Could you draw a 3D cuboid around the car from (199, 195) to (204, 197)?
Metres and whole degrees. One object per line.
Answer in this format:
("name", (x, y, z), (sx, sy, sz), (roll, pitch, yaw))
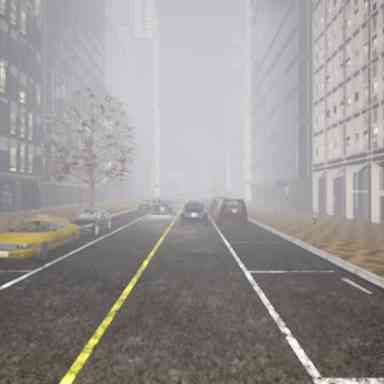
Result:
("car", (2.896, 1.617, 75.125), (1.947, 1.339, 4.313), (0, 0, 0))

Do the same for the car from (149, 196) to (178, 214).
("car", (-2.997, 1.530, 36.191), (2.128, 1.511, 4.902), (0, 0, 0))

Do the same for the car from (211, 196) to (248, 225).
("car", (2.760, 1.341, 23.896), (2.192, 1.841, 5.009), (0, 0, 0))

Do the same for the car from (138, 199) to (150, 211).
("car", (-5.576, 1.592, 41.006), (2.008, 1.369, 4.403), (0, 0, 0))

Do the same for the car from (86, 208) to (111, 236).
("car", (-5.637, 1.573, 18.237), (2.008, 1.369, 4.403), (0, 0, 0))

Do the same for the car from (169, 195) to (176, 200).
("car", (-5.439, 1.635, 92.237), (1.802, 1.307, 4.206), (0, 0, 0))

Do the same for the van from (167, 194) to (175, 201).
("van", (-5.453, 1.394, 86.545), (1.690, 1.788, 3.998), (0, 0, 0))

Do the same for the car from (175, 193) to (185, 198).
("car", (-2.791, 1.174, 77.576), (2.150, 2.045, 5.566), (0, 0, 0))

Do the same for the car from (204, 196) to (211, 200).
("car", (2.790, 1.351, 35.280), (2.192, 1.841, 5.009), (0, 0, 0))

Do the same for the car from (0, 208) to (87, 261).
("car", (-5.653, 1.542, 12.374), (1.752, 1.417, 4.829), (0, 0, 0))

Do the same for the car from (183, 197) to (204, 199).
("car", (0.214, 1.604, 41.182), (1.994, 1.385, 4.181), (0, 0, 0))

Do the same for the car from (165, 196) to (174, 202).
("car", (-5.470, 1.598, 80.852), (1.887, 1.381, 4.507), (0, 0, 0))

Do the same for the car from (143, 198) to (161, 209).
("car", (-5.561, 1.610, 46.699), (1.947, 1.339, 4.313), (0, 0, 0))

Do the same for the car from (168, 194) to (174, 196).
("car", (-5.500, 1.602, 69.468), (2.008, 1.369, 4.403), (0, 0, 0))

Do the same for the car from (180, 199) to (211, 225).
("car", (0.165, 1.530, 24.056), (2.163, 1.488, 4.792), (0, 0, 0))
